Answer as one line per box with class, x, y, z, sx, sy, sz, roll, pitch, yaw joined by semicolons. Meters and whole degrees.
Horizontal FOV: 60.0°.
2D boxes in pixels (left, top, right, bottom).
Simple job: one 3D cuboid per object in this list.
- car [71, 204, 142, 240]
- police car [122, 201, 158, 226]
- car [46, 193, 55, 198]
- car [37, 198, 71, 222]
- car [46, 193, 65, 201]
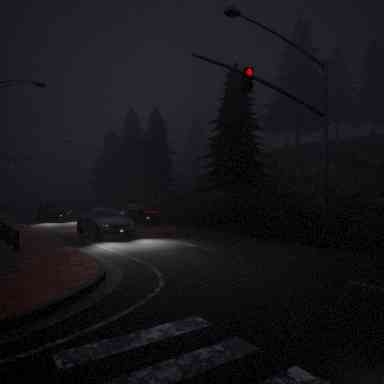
car;-4.634;1.537;17.436;1.812;1.442;4.674;0;0;-35
police car;-4.277;1.435;23.151;1.930;1.638;5.238;0;0;-35
car;-29.630;1.151;74.683;4.605;1.855;1.932;0;0;-36
car;-11.051;1.517;26.571;1.837;1.490;4.892;0;0;-35
car;-31.411;1.153;76.499;3.866;1.878;1.905;0;0;-36
